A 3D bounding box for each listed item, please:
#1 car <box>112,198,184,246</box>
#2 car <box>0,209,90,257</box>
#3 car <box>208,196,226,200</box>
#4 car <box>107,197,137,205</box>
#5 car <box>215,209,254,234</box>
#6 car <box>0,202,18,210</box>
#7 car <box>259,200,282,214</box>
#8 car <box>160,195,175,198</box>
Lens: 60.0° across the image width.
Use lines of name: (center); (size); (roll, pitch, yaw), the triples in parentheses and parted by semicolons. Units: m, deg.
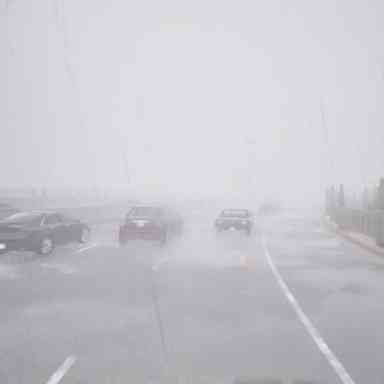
car: (-1.731, 1.357, 15.649); (2.097, 1.767, 4.553); (0, 0, 10)
car: (-5.726, 1.489, 13.014); (1.837, 1.490, 4.892); (0, 0, 8)
car: (4.766, 1.579, 63.483); (1.882, 1.535, 5.008); (0, 0, 38)
car: (-7.173, 1.348, 35.314); (2.097, 1.767, 4.553); (0, 0, 22)
car: (2.630, 1.629, 19.571); (1.895, 1.301, 4.718); (0, 0, 13)
car: (-14.517, 1.458, 23.540); (1.837, 1.490, 4.892); (0, 0, 14)
car: (8.615, 1.595, 36.285); (1.812, 1.442, 4.674); (0, 0, 25)
car: (-4.487, 1.378, 56.261); (2.097, 1.767, 4.553); (0, 0, 32)
